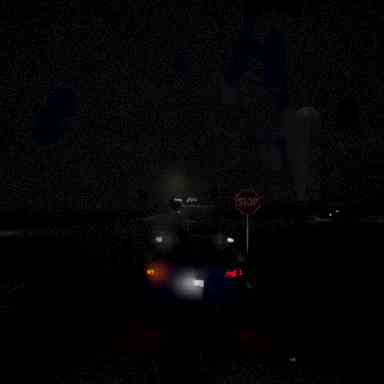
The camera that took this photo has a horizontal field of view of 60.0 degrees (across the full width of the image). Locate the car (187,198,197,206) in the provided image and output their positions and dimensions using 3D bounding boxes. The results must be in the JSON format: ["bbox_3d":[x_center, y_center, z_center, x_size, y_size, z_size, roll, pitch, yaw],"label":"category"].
[{"bbox_3d":[-0.028,1.946,68.668,2.097,1.767,4.553,0,-1,0],"label":"car"}]

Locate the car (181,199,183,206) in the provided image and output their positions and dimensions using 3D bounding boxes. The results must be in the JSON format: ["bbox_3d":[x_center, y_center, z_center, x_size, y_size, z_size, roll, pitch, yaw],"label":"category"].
[{"bbox_3d":[-2.833,1.968,54.833,1.895,1.301,4.718,0,-1,0],"label":"car"}]

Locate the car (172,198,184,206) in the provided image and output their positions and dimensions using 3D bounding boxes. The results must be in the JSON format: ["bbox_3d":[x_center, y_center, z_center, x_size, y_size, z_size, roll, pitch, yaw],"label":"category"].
[{"bbox_3d":[-2.788,2.053,66.719,2.128,1.511,4.902,0,-1,0],"label":"car"}]

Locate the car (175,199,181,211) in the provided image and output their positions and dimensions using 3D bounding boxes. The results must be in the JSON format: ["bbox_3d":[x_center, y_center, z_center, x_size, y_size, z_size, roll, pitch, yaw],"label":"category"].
[{"bbox_3d":[-2.863,1.751,42.995,2.033,1.411,5.357,0,-1,0],"label":"car"}]

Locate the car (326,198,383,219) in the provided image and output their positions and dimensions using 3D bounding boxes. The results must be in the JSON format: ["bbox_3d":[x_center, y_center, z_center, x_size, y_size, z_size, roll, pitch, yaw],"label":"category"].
[{"bbox_3d":[12.545,1.145,23.834,5.357,1.411,2.033,-2,-1,-2],"label":"car"}]

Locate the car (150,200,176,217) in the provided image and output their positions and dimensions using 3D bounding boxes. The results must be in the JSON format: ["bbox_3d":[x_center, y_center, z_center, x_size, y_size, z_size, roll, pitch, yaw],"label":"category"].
[{"bbox_3d":[-2.854,1.674,32.279,1.994,1.385,4.181,1,0,-1],"label":"car"}]

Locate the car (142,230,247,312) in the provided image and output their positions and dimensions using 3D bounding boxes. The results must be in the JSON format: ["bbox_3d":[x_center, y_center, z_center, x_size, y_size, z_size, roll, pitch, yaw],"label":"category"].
[{"bbox_3d":[0.072,1.575,7.827,1.994,1.385,4.181,0,0,1],"label":"car"}]
